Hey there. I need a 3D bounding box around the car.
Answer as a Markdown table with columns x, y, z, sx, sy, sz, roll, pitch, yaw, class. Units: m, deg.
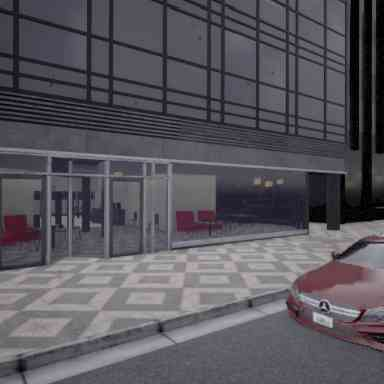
| x | y | z | sx | sy | sz | roll | pitch | yaw | class |
| --- | --- | --- | --- | --- | --- | --- | --- | --- | --- |
| 3.722 | 1.527 | 5.994 | 4.674 | 1.442 | 1.812 | 0 | 0 | -35 | car |
